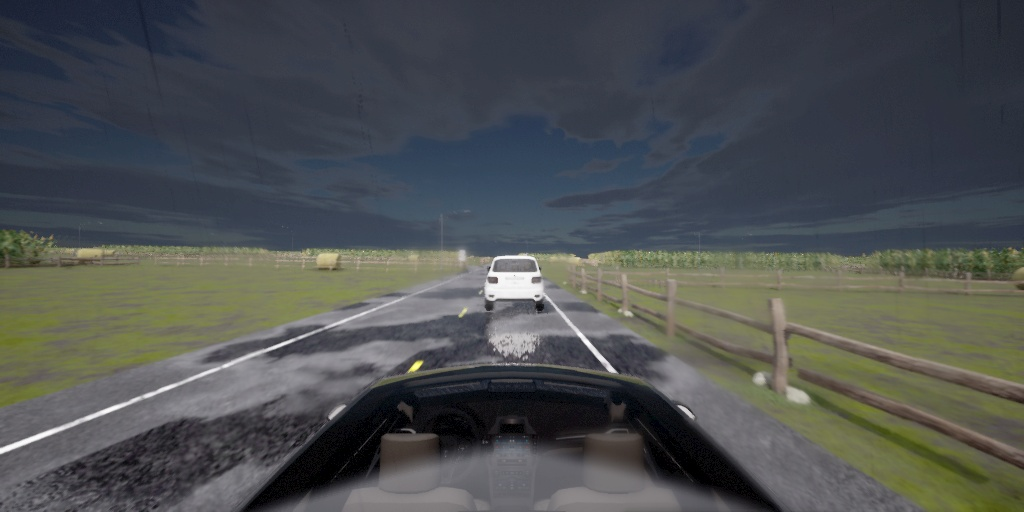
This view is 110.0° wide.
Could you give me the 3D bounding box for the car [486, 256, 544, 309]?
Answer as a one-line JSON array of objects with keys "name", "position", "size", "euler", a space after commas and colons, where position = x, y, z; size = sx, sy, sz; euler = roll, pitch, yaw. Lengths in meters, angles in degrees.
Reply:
[{"name": "car", "position": [0.103, 1.017, 15.221], "size": [2.150, 2.045, 5.566], "euler": [0, 0, 0]}]
